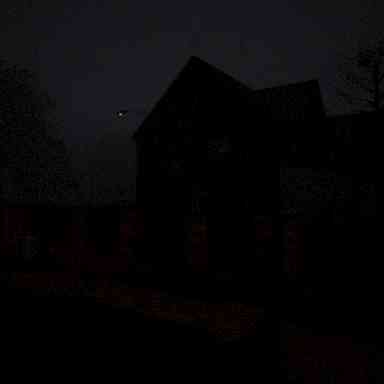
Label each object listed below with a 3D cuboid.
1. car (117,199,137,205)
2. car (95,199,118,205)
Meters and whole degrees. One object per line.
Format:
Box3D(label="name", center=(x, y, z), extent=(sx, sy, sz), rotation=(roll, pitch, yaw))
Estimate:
Box3D(label="car", center=(-5.869, 1.679, 38.263), extent=(1.895, 1.301, 4.718), rotation=(0, 0, 35))
Box3D(label="car", center=(-9.277, 1.566, 39.074), extent=(2.128, 1.511, 4.902), rotation=(0, 0, 35))
